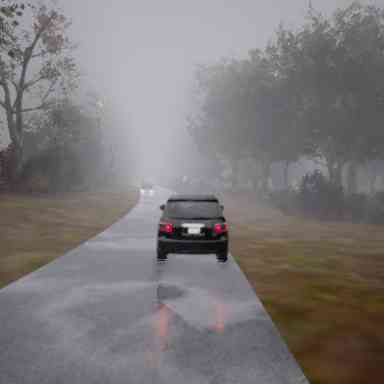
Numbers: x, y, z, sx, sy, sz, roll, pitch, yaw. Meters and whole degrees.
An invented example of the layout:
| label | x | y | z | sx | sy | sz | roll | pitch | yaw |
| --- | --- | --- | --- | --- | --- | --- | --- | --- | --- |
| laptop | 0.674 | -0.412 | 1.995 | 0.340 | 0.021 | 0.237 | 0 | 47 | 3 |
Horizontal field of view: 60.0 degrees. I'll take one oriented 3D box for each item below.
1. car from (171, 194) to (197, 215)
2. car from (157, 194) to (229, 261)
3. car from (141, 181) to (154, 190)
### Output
| label | x | y | z | sx | sy | sz | roll | pitch | yaw |
| --- | --- | --- | --- | --- | --- | --- | --- | --- | --- |
| car | -0.739 | 0.924 | 27.233 | 1.895 | 1.301 | 4.718 | 0 | 3 | -4 |
| car | -0.006 | 1.077 | 11.828 | 2.150 | 2.045 | 5.566 | 1 | 2 | -1 |
| car | -7.717 | -1.176 | 57.355 | 1.837 | 1.490 | 4.892 | 2 | 3 | -11 |
